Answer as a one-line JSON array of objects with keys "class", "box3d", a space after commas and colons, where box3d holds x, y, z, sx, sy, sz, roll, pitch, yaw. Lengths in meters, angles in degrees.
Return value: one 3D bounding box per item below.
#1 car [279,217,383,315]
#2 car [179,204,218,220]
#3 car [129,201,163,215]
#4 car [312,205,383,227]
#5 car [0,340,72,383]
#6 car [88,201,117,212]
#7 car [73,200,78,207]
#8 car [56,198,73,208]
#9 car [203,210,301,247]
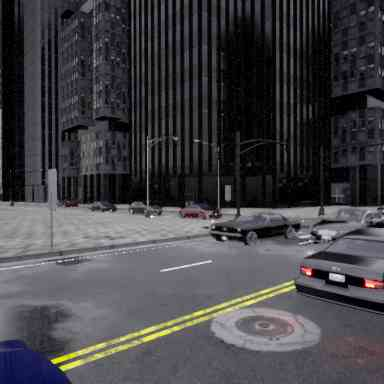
[{"class": "car", "box3d": [4.406, 1.546, 7.498, 5.357, 1.411, 2.033, 0, 0, -42]}, {"class": "car", "box3d": [0.704, 1.748, 29.936, 1.994, 1.385, 4.181, 0, 0, -43]}, {"class": "car", "box3d": [-5.140, 1.779, 36.481, 1.837, 1.490, 4.892, 0, 0, -42]}, {"class": "car", "box3d": [6.980, 1.490, 14.434, 4.902, 1.511, 2.128, 0, 0, -42]}, {"class": "car", "box3d": [-2.685, 1.601, 1.148, 4.718, 1.301, 1.895, 0, 0, -42]}, {"class": "car", "box3d": [-11.929, 1.927, 44.086, 2.033, 1.411, 5.357, 0, 0, -42]}, {"class": "car", "box3d": [-22.670, 2.059, 60.890, 1.882, 1.535, 5.008, 0, 0, -42]}, {"class": "car", "box3d": [-22.384, 1.858, 55.918, 1.837, 1.490, 4.892, 0, 0, -42]}, {"class": "car", "box3d": [2.985, 1.599, 15.226, 4.718, 1.301, 1.895, 0, 0, -42]}]
